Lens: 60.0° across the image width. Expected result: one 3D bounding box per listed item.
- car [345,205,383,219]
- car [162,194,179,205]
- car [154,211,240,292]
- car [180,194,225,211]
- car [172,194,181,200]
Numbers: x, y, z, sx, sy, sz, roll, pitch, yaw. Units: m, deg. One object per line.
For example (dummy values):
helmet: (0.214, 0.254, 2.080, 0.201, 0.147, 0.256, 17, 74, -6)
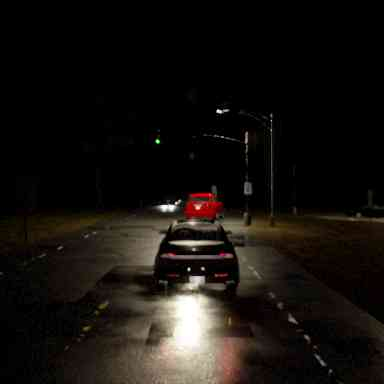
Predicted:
car: (19.224, 2.109, 36.032, 5.008, 1.535, 1.882, 2, -1, 0)
car: (-3.589, 1.212, 52.396, 2.128, 1.511, 4.902, 0, 0, 0)
car: (0.098, 1.486, 8.910, 2.128, 1.511, 4.902, 0, 0, 0)
car: (1.058, 1.147, 25.194, 2.150, 2.045, 5.566, 0, 1, 14)
car: (-3.527, 1.130, 77.036, 1.994, 1.385, 4.181, 0, 0, 0)
